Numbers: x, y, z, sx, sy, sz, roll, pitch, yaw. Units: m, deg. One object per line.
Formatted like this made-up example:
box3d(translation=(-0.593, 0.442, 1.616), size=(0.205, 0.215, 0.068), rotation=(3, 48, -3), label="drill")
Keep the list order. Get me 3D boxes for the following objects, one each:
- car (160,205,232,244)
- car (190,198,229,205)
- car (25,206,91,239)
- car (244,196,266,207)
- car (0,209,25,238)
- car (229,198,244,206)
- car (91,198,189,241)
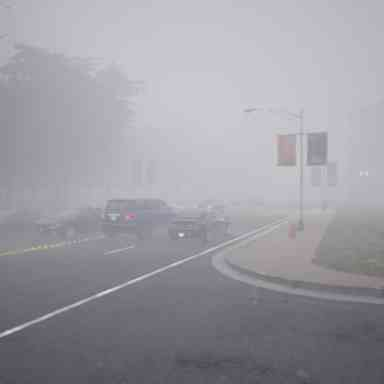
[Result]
box3d(translation=(0.569, 1.623, 16.707), size=(1.837, 1.490, 4.892), rotation=(0, 0, 25), label="car")
box3d(translation=(1.952, 1.460, 35.514), size=(2.097, 1.767, 4.553), rotation=(0, 0, 25), label="car")
box3d(translation=(-6.148, 1.559, 18.148), size=(1.882, 1.535, 5.008), rotation=(0, 0, 25), label="car")
box3d(translation=(10.312, 1.444, 53.263), size=(2.097, 1.767, 4.553), rotation=(0, 0, 25), label="car")
box3d(translation=(-9.718, 1.624, 18.179), size=(1.994, 1.385, 4.181), rotation=(0, 0, 25), label="car")
box3d(translation=(7.340, 1.659, 54.583), size=(1.895, 1.301, 4.718), rotation=(0, 0, 25), label="car")
box3d(translation=(-2.493, 1.324, 17.827), size=(2.150, 2.045, 5.566), rotation=(0, 0, 25), label="car")
